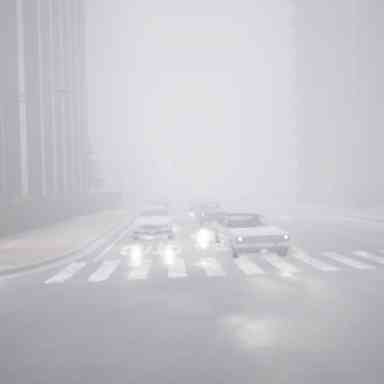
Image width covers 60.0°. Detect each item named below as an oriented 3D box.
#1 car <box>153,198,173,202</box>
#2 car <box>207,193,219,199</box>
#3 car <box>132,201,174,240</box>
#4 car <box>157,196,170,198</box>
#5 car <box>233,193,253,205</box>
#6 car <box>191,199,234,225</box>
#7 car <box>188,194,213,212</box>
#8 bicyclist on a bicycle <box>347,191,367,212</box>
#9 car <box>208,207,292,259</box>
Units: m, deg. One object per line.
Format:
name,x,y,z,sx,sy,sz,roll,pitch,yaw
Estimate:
car,-2.479,1.431,25.913,1.895,1.301,4.718,-1,1,-4
car,2.635,0.921,49.739,1.882,1.535,5.008,-2,0,-11
car,-1.895,1.440,16.827,1.812,1.442,4.674,-1,1,-4
car,-3.123,1.225,36.359,2.128,1.511,4.902,-1,1,-3
car,6.892,0.861,45.313,1.882,1.535,5.008,-1,1,-4
car,1.255,1.376,22.326,1.895,1.301,4.718,-1,1,-4
car,0.526,1.215,33.959,2.033,1.411,5.357,-1,1,-3
bicyclist on a bicycle,12.998,0.737,26.239,1.656,1.620,0.582,-2,1,-4
car,1.983,1.466,12.311,1.895,1.301,4.718,-2,1,-5
